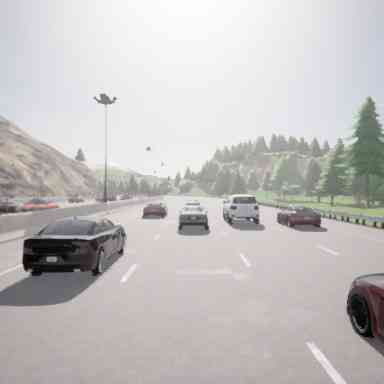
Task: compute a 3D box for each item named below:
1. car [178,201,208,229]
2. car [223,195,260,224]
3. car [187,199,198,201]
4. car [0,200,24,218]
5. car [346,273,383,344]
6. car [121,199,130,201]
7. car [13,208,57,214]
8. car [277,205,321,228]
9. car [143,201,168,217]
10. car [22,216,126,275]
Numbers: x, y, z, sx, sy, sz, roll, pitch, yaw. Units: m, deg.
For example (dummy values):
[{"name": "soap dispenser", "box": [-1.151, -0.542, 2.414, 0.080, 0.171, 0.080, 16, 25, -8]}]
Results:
[{"name": "car", "box": [0.094, 1.553, 21.537, 2.033, 1.411, 5.357, 0, 0, 0]}, {"name": "car", "box": [3.603, 1.228, 25.054, 2.150, 2.045, 5.566, 0, 0, 0]}, {"name": "car", "box": [0.099, 1.558, 40.730, 2.033, 1.411, 5.357, 0, 0, 0]}, {"name": "car", "box": [-17.588, 1.501, 30.220, 2.128, 1.511, 4.902, 0, 0, 0]}, {"name": "car", "box": [3.601, 1.565, 3.969, 1.994, 1.385, 4.181, 0, 0, 0]}, {"name": "car", "box": [-13.987, 1.375, 70.563, 2.097, 1.767, 4.553, 0, 0, 0]}, {"name": "car", "box": [-14.089, 1.361, 30.536, 2.097, 1.767, 4.553, 0, 0, 0]}, {"name": "car", "box": [7.104, 1.570, 22.501, 1.994, 1.385, 4.181, 0, 0, 0]}, {"name": "car", "box": [-3.393, 1.573, 31.311, 1.994, 1.385, 4.181, 0, 0, 0]}, {"name": "car", "box": [-3.398, 1.481, 10.532, 1.882, 1.535, 5.008, 0, 0, 0]}]
